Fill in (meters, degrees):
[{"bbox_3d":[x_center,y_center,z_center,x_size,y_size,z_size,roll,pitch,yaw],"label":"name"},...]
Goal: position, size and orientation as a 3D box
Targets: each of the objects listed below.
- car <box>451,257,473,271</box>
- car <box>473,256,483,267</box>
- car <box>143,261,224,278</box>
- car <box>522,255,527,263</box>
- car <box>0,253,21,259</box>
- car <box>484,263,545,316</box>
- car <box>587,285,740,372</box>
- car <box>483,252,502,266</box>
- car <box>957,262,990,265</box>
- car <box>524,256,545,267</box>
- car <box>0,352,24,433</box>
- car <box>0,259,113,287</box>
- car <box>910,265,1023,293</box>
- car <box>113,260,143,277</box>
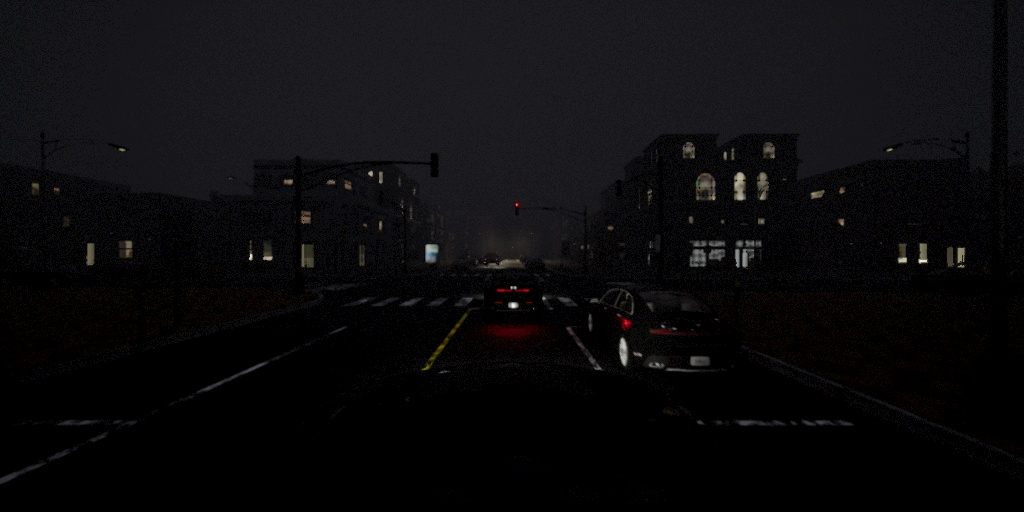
[{"bbox_3d":[-5.688,0.982,39.725,1.802,1.307,4.207,0,0,0],"label":"car"},{"bbox_3d":[-5.687,0.849,50.768,2.007,1.370,4.403,0,0,0],"label":"car"},{"bbox_3d":[-25.453,0.950,28.108,4.829,1.417,1.751,0,0,1],"label":"car"},{"bbox_3d":[2.693,0.880,50.753,1.802,1.307,4.207,0,0,0],"label":"car"},{"bbox_3d":[-30.951,0.747,19.811,5.009,1.841,2.192,0,0,1],"label":"car"},{"bbox_3d":[0.056,1.153,12.774,1.837,1.490,4.892,0,1,0],"label":"car"},{"bbox_3d":[2.691,1.249,7.322,2.007,1.370,4.403,0,0,0],"label":"car"},{"bbox_3d":[-3.065,0.478,55.293,2.150,2.045,5.566,0,1,0],"label":"car"},{"bbox_3d":[34.843,1.153,27.179,4.097,1.591,1.967,0,0,1],"label":"car"},{"bbox_3d":[2.693,0.965,39.711,1.948,1.339,4.313,0,0,0],"label":"car"},{"bbox_3d":[-5.690,1.301,1.648,2.007,1.370,4.403,0,0,0],"label":"car"},{"bbox_3d":[-25.414,1.007,19.726,4.403,1.370,2.007,0,0,1],"label":"car"},{"bbox_3d":[23.643,1.271,18.935,4.207,1.307,1.802,0,0,1],"label":"car"},{"bbox_3d":[-30.819,0.982,28.191,4.207,1.307,1.802,0,0,1],"label":"car"}]
